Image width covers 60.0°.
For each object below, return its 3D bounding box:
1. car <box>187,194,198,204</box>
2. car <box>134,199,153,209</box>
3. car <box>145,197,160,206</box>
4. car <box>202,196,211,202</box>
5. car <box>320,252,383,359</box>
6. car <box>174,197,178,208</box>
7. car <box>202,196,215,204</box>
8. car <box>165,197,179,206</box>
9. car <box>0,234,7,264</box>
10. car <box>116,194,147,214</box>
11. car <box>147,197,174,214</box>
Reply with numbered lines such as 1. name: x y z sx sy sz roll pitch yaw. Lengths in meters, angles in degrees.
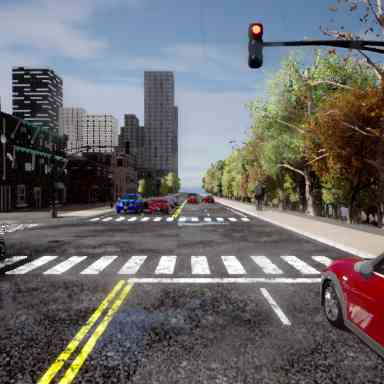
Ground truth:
1. car: 0.127 1.557 64.863 1.994 1.385 4.181 0 0 0
2. car: -6.563 1.598 45.538 1.895 1.301 4.718 0 0 0
3. car: -6.546 1.559 55.567 1.994 1.385 4.181 0 0 1
4. car: 3.286 1.543 75.485 1.994 1.385 4.181 0 0 0
5. car: 3.350 1.352 4.169 2.097 1.767 4.553 0 0 0
6. car: -3.311 1.544 45.439 2.033 1.411 5.357 0 0 0
7. car: 3.379 1.471 65.344 1.882 1.535 5.008 0 0 0
8. car: -3.298 1.543 56.011 2.033 1.411 5.357 0 0 0
9. car: -6.684 1.565 8.820 1.994 1.385 4.181 0 0 -7
10. car: -6.568 1.220 35.791 2.150 2.045 5.566 0 0 0
11. car: -3.321 1.476 35.540 1.882 1.535 5.008 0 0 0
